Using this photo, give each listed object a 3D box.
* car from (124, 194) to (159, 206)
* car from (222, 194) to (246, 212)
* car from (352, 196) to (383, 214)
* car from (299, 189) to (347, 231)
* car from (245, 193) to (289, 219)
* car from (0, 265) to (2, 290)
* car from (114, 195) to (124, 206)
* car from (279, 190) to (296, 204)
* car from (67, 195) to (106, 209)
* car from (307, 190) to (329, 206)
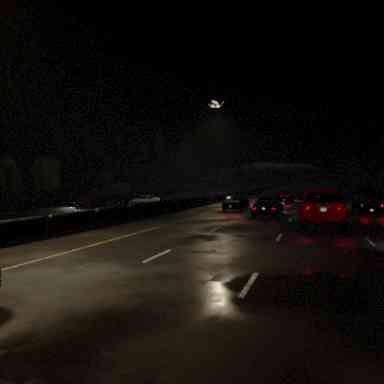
[{"bbox_3d":[-5.125,1.047,36.201,1.812,1.442,4.674,-1,1,20],"label":"car"},{"bbox_3d":[4.087,0.941,30.348,2.128,1.511,4.902,-1,1,20],"label":"car"},{"bbox_3d":[13.642,0.938,25.913,1.895,1.301,4.718,-1,1,20],"label":"car"},{"bbox_3d":[7.033,0.845,17.985,2.150,2.045,5.566,-1,1,20],"label":"car"},{"bbox_3d":[5.560,1.087,24.162,2.033,1.411,5.357,-1,1,20],"label":"car"},{"bbox_3d":[-5.412,1.273,4.261,2.150,2.045,5.566,-1,1,20],"label":"car"},{"bbox_3d":[-7.457,0.996,39.969,1.837,1.490,4.892,-1,1,20],"label":"car"},{"bbox_3d":[11.335,0.570,40.029,1.837,1.490,4.892,-1,1,20],"label":"car"},{"bbox_3d":[-11.754,1.142,38.465,1.812,1.442,4.674,-1,1,20],"label":"car"},{"bbox_3d":[13.605,0.606,36.031,2.128,1.511,4.902,-1,2,20],"label":"car"}]
